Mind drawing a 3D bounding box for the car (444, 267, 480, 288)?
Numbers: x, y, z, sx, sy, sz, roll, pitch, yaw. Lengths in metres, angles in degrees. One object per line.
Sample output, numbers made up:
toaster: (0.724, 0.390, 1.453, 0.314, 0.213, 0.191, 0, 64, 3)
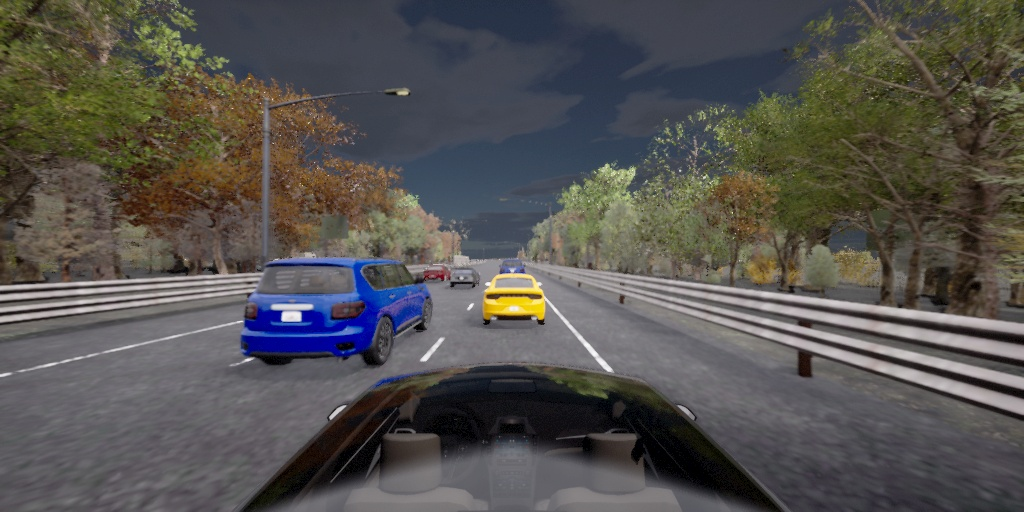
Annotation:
car: (-3.475, 1.615, 27.288, 2.033, 1.411, 5.357, 0, -1, 0)

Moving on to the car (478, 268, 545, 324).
car: (0.064, 1.364, 12.633, 1.882, 1.535, 5.008, 0, -1, 0)

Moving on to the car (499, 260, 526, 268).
car: (0.023, 1.342, 31.560, 2.150, 2.045, 5.566, 0, -1, 0)

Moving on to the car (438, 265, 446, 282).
car: (-6.985, 1.628, 34.026, 1.882, 1.535, 5.008, 0, -1, 0)

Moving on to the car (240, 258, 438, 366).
car: (-3.443, 1.057, 8.308, 2.150, 2.045, 5.566, 0, 0, 0)
